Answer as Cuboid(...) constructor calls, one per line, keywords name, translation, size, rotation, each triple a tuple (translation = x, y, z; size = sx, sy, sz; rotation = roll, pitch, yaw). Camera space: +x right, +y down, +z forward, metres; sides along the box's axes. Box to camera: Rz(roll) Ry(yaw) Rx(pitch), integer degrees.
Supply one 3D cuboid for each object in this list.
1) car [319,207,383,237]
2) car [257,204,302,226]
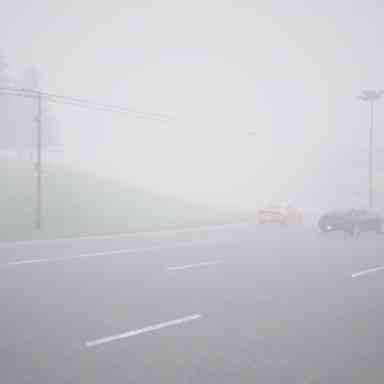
Cuboid(name="car", translation=(9.184, 1.633, 18.892), size=(4.892, 1.490, 1.837), rotation=(0, 0, -35))
Cuboid(name="car", translation=(6.583, 1.614, 24.600), size=(1.882, 1.535, 5.008), rotation=(0, 0, 36))
